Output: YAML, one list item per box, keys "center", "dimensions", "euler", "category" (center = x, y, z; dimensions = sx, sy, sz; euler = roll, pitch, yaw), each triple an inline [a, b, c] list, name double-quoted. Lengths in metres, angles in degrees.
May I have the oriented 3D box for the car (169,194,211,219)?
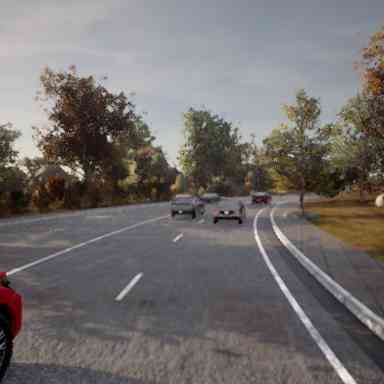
- center: [-0.228, 1.142, 25.460]
  dimensions: [2.128, 1.511, 4.902]
  euler: [-1, 1, 13]
  category: "car"

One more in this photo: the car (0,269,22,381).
- center: [-3.285, 1.205, 1.871]
  dimensions: [2.150, 2.045, 5.566]
  euler: [0, 0, 1]
  category: "car"

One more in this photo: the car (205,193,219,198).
- center: [2.375, 0.868, 45.297]
  dimensions: [1.882, 1.535, 5.008]
  euler: [-1, 1, 23]
  category: "car"

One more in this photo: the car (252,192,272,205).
- center: [8.955, 0.761, 42.439]
  dimensions: [1.882, 1.535, 5.008]
  euler: [-1, 1, 22]
  category: "car"

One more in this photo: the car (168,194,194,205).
- center: [-1.423, 0.988, 45.287]
  dimensions: [1.812, 1.442, 4.674]
  euler: [-1, 0, 23]
  category: "car"

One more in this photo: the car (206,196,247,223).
- center: [2.562, 1.218, 22.041]
  dimensions: [2.033, 1.411, 5.357]
  euler: [0, 1, 12]
  category: "car"
